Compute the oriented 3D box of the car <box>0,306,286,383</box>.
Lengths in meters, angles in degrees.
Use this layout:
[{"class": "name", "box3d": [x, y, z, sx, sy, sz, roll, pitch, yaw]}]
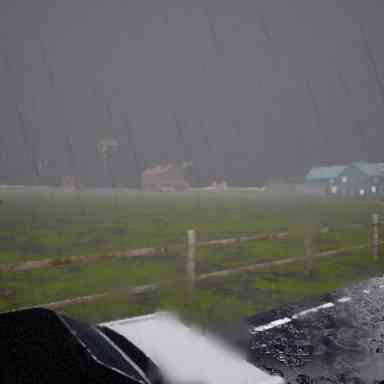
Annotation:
[{"class": "car", "box3d": [-1.680, 1.602, 1.861, 4.718, 1.301, 1.895, 0, 0, -35]}]
